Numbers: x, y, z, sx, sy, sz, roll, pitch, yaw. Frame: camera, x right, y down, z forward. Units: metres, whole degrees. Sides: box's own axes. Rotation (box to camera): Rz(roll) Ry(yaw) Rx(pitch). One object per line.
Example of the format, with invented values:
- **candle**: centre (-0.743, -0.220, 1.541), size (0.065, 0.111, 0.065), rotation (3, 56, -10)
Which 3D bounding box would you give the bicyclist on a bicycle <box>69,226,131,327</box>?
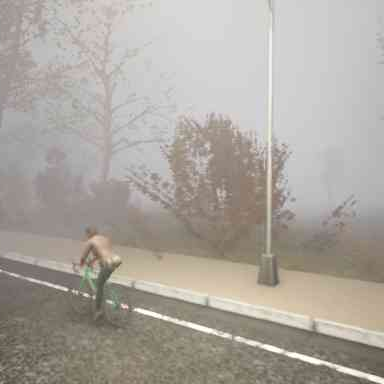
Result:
- **bicyclist on a bicycle**: centre (-1.641, 1.427, 5.781), size (1.656, 1.620, 0.582), rotation (0, 0, 35)
